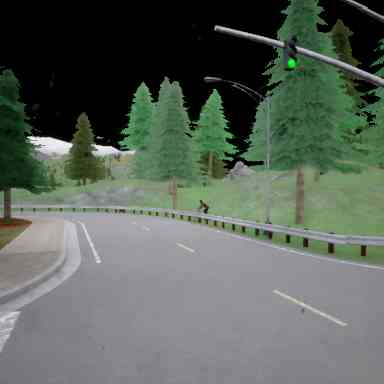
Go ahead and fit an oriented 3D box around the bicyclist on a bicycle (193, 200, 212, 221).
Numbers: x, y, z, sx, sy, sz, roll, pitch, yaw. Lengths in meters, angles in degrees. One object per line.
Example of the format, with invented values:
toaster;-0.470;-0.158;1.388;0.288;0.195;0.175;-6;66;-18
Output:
bicyclist on a bicycle;0.840;1.432;25.529;1.656;1.620;0.582;-1;2;-20
